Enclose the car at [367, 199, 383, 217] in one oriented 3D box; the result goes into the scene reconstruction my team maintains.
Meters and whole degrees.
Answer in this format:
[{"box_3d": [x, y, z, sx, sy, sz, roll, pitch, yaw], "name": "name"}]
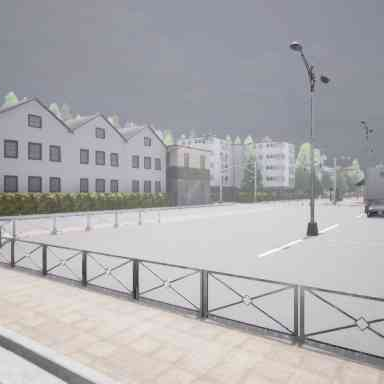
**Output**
[{"box_3d": [15.406, 1.298, 26.817, 2.007, 1.523, 4.514, 0, 0, 35], "name": "car"}]
